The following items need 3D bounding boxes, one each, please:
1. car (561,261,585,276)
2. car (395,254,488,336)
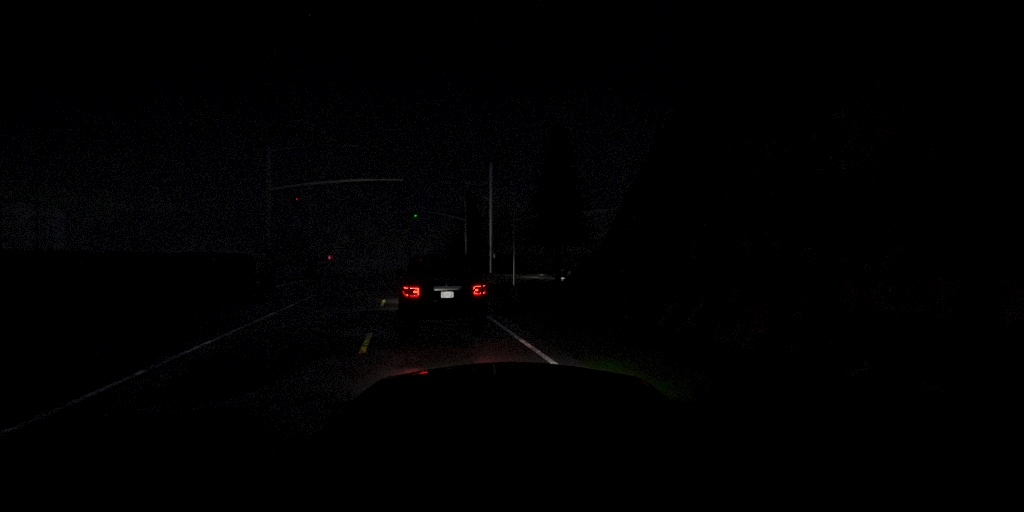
[{"bbox_3d":[6.672,1.234,35.256,5.008,1.535,1.882,0,0,-19],"label":"car"},{"bbox_3d":[-2.227,0.973,10.716,2.150,2.045,5.566,0,0,-16],"label":"car"}]
